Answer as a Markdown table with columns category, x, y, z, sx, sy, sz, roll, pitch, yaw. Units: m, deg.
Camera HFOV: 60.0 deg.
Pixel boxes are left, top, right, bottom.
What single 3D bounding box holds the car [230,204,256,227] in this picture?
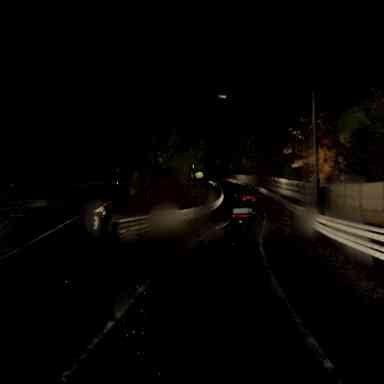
| category | x | y | z | sx | sy | sz | roll | pitch | yaw |
| --- | --- | --- | --- | --- | --- | --- | --- | --- | --- |
| car | 4.240 | 2.054 | 27.577 | 2.128 | 1.511 | 4.902 | -1 | -1 | 13 |

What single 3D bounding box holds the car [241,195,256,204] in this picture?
| category | x | y | z | sx | sy | sz | roll | pitch | yaw |
| --- | --- | --- | --- | --- | --- | --- | --- | --- | --- |
| car | 9.222 | 1.656 | 53.491 | 1.994 | 1.385 | 4.181 | -1 | 2 | 8 |

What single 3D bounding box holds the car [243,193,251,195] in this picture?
| category | x | y | z | sx | sy | sz | roll | pitch | yaw |
| --- | --- | --- | --- | --- | --- | --- | --- | --- | --- |
| car | 10.503 | 0.962 | 63.086 | 2.097 | 1.767 | 4.553 | -1 | 3 | 6 |
